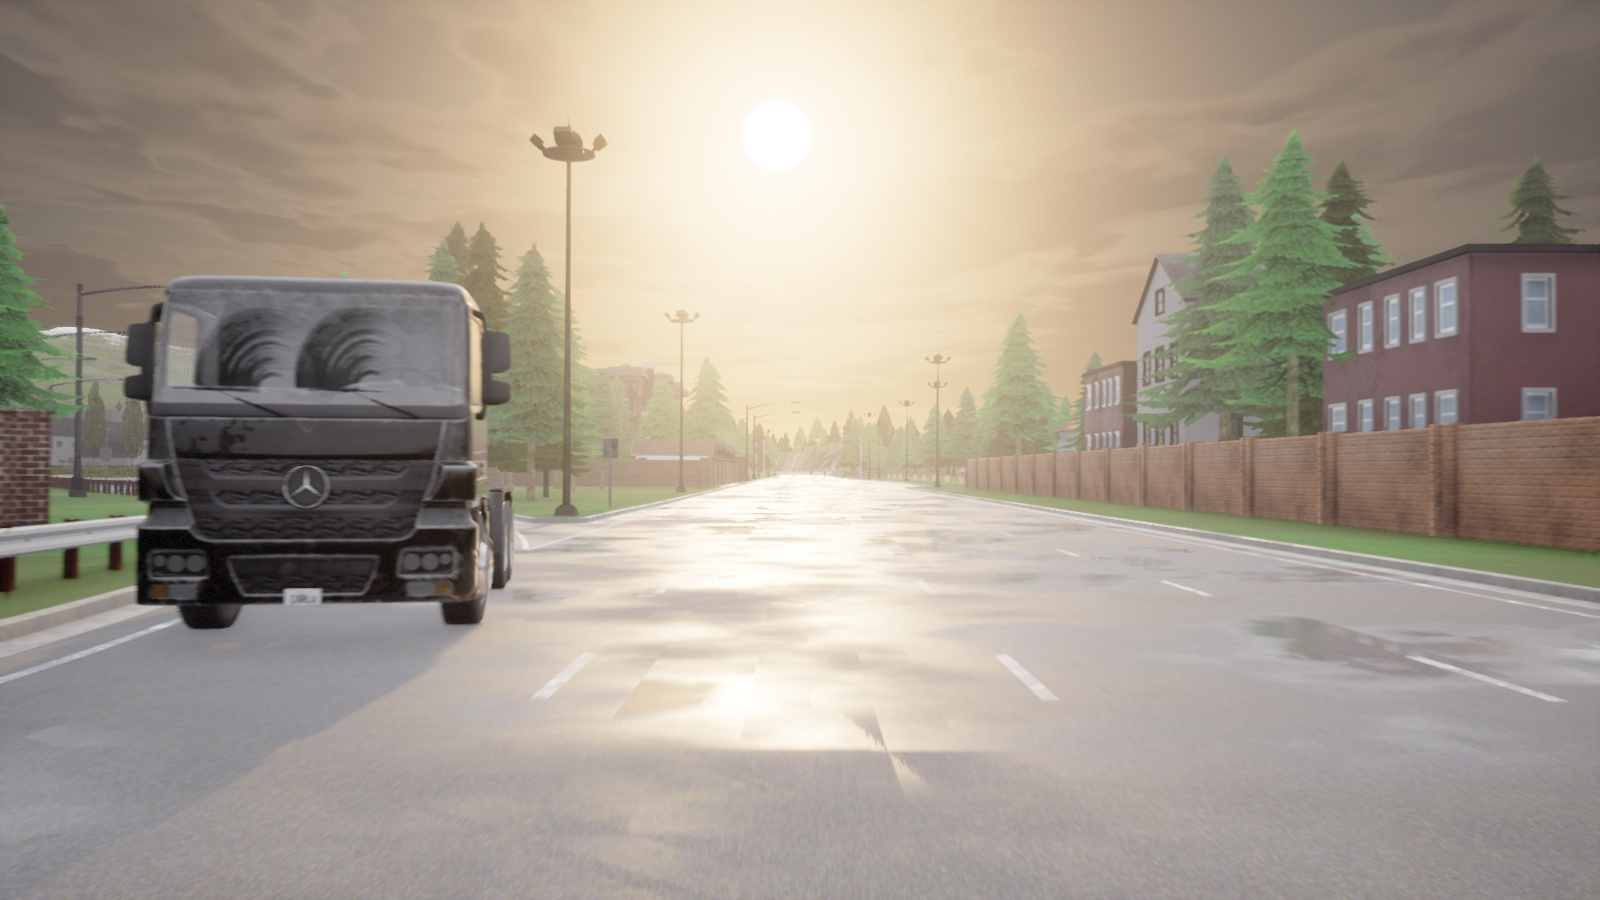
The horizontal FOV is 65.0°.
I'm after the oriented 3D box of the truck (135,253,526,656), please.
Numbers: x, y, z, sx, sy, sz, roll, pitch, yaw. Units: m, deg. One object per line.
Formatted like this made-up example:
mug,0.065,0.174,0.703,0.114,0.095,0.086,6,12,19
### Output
truck,-4.930,0.101,14.923,2.891,3.462,7.936,0,-1,-10
